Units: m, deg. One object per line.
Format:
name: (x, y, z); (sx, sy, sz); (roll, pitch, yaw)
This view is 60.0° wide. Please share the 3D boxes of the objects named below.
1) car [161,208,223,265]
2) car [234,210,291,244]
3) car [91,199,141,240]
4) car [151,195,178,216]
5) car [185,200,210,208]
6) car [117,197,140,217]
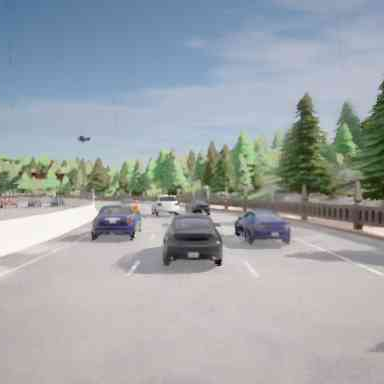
car: (-0.017, 1.545, 11.822); (1.837, 1.490, 4.892); (0, 0, -1)
car: (3.263, 1.579, 15.933); (1.812, 1.442, 4.674); (0, 0, -4)
car: (-3.879, 1.412, 17.687); (2.097, 1.767, 4.553); (0, 0, -4)
car: (-2.808, 1.334, 33.642); (2.150, 2.045, 5.566); (0, 0, -13)
car: (0.527, 1.621, 34.574); (1.837, 1.490, 4.892); (0, 0, -13)
car: (-6.598, 1.467, 34.237); (2.097, 1.767, 4.553); (0, 0, -14)
